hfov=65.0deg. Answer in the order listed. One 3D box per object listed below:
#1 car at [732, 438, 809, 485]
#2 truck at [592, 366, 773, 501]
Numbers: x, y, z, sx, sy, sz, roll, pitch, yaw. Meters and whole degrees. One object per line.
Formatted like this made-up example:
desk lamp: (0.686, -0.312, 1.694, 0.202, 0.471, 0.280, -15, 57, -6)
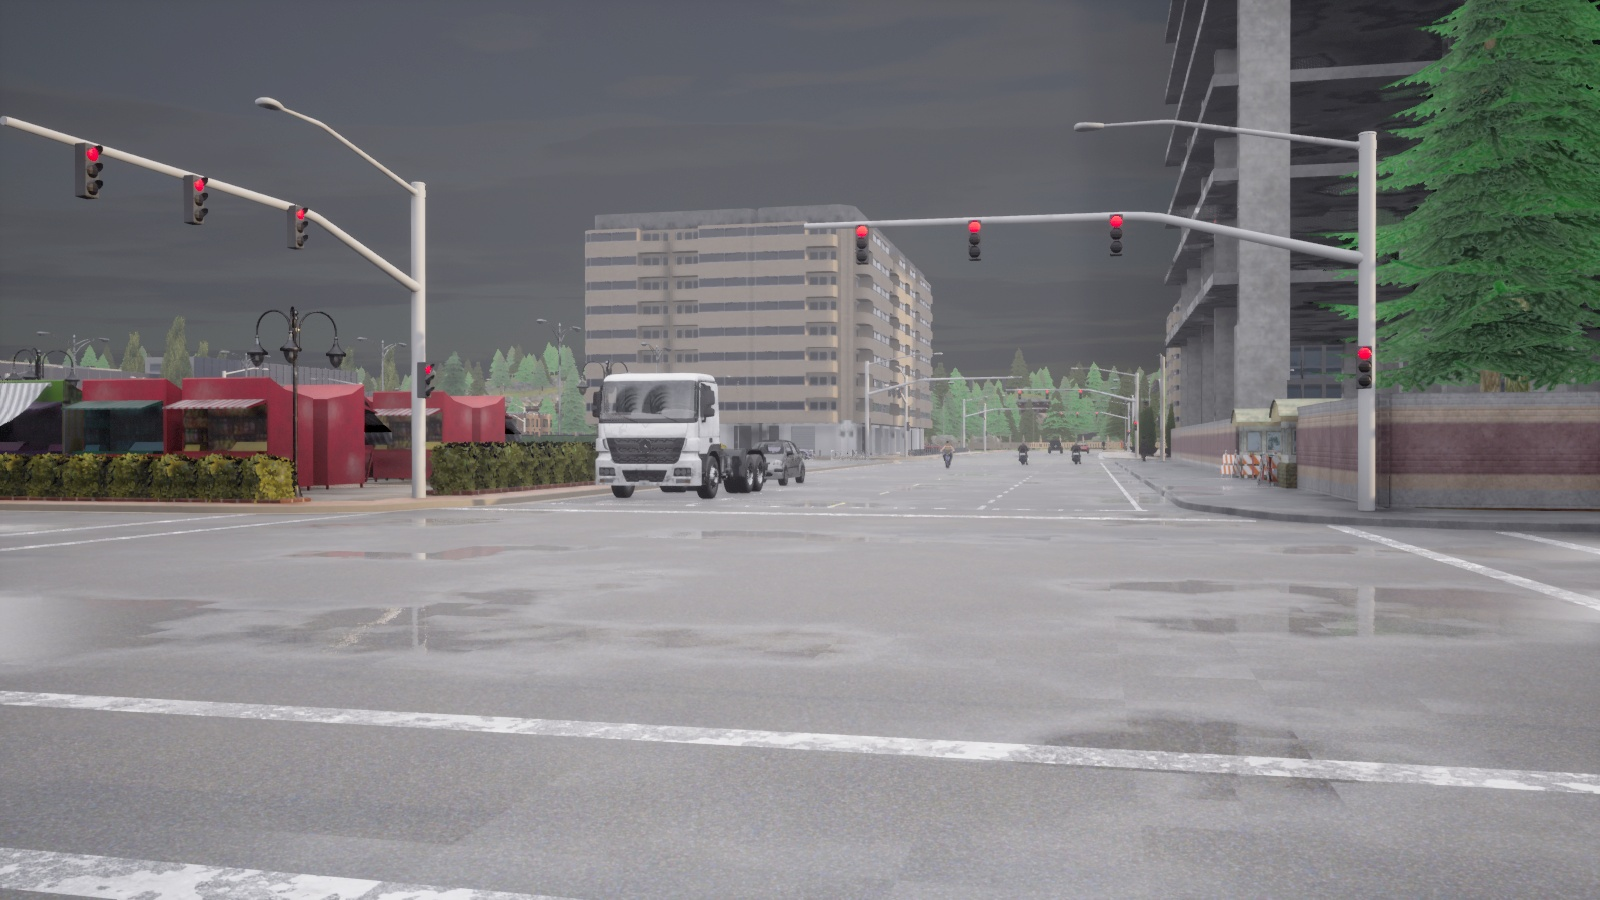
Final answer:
car: (-1.019, 0.387, 45.574, 1.851, 1.617, 3.988, 0, 0, 13)
truck: (-3.137, -0.442, 36.214, 2.891, 3.462, 7.936, 0, 0, 13)
